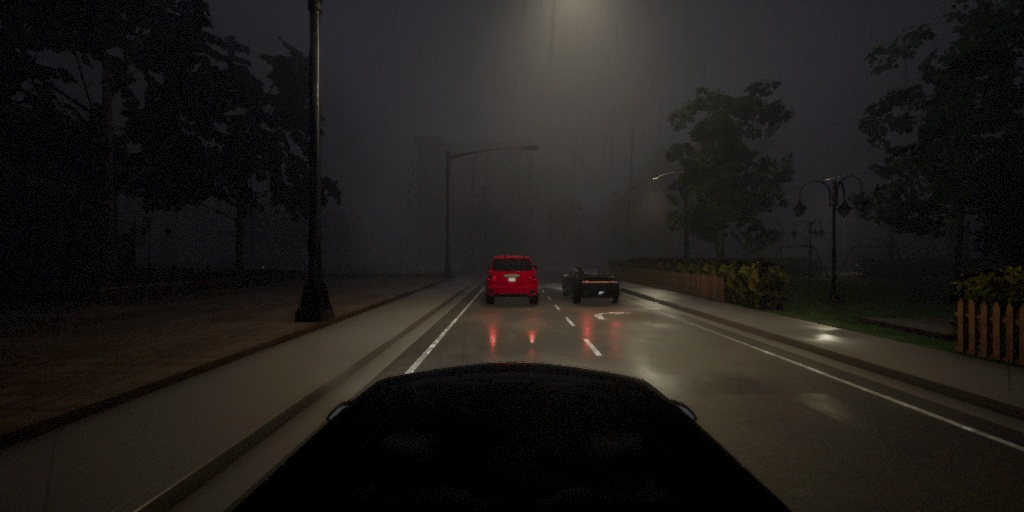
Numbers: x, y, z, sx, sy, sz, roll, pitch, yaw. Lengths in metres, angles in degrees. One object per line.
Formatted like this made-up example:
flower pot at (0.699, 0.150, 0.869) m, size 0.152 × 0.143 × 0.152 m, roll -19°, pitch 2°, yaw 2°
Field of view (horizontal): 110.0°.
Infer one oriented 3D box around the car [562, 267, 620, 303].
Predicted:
car at (3.500, 1.244, 16.500) m, size 2.128 × 1.511 × 4.902 m, roll 0°, pitch 0°, yaw 0°

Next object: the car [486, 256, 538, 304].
car at (0.000, 1.007, 16.530) m, size 2.150 × 2.045 × 5.566 m, roll 0°, pitch 0°, yaw 0°

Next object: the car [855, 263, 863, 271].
car at (46.106, 1.154, 45.116) m, size 4.553 × 1.767 × 2.097 m, roll 0°, pitch 0°, yaw 1°
